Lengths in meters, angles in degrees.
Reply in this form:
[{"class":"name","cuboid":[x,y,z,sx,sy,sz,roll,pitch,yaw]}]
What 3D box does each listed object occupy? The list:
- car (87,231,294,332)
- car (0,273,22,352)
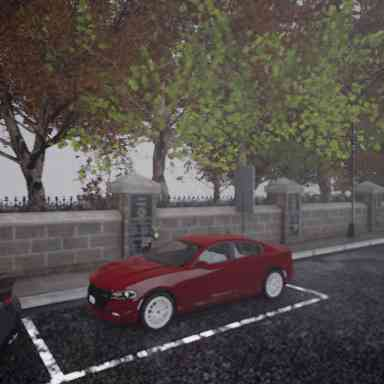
[{"class":"car","cuboid":[0.175,1.545,6.832,4.507,1.381,1.887,0,0,-35]},{"class":"car","cuboid":[-4.312,1.551,3.582,4.403,1.369,2.008,0,0,-35]}]
